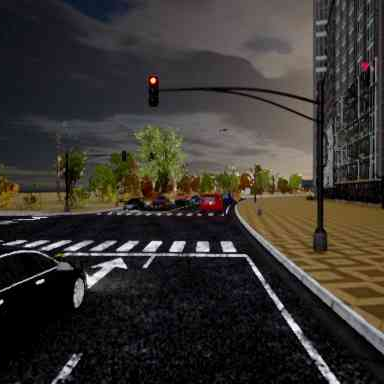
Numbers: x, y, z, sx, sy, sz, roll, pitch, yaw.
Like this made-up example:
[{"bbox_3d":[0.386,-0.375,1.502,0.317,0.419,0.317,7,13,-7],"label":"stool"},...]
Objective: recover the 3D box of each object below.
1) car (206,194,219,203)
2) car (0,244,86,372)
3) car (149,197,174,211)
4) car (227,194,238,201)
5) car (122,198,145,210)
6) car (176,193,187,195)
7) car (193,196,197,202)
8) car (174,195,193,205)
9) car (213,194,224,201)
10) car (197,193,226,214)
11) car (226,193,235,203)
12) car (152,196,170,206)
[{"bbox_3d":[4.324,1.310,70.801,2.097,1.767,4.553,0,0,12],"label":"car"},{"bbox_3d":[-3.041,1.500,4.719,1.837,1.490,4.892,0,0,1],"label":"car"},{"bbox_3d":[-3.926,1.534,40.700,1.994,1.385,4.181,0,0,7],"label":"car"},{"bbox_3d":[9.732,1.355,80.207,2.128,1.511,4.902,0,0,14],"label":"car"},{"bbox_3d":[-7.105,1.495,41.482,1.812,1.442,4.674,0,1,7],"label":"car"},{"bbox_3d":[-2.351,1.180,70.626,2.150,2.045,5.566,0,0,11],"label":"car"},{"bbox_3d":[0.721,1.484,69.414,1.812,1.442,4.674,0,0,11],"label":"car"},{"bbox_3d":[-1.662,1.564,56.659,1.895,1.301,4.718,0,0,10],"label":"car"},{"bbox_3d":[6.469,1.333,80.534,1.812,1.442,4.674,0,0,14],"label":"car"},{"bbox_3d":[2.142,1.197,35.015,2.150,2.045,5.566,0,0,6],"label":"car"},{"bbox_3d":[7.444,1.183,69.849,2.150,2.045,5.566,0,0,12],"label":"car"},{"bbox_3d":[-5.150,1.487,55.375,1.812,1.442,4.674,0,0,9],"label":"car"}]
